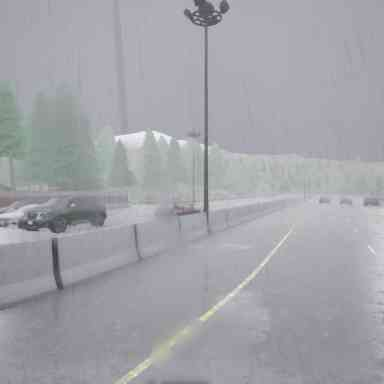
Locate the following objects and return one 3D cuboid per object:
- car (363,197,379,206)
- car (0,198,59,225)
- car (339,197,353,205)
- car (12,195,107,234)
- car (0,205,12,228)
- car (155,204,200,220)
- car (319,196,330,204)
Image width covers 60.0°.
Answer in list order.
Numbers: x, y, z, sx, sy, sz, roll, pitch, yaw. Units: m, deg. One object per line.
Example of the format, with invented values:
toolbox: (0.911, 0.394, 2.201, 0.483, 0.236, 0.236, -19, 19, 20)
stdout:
car: (29.140, 1.491, 54.195, 2.128, 1.511, 4.902, 0, 0, 22)
car: (-12.640, 1.351, 25.326, 2.097, 1.767, 4.553, 0, 0, 22)
car: (27.228, 1.526, 58.862, 1.812, 1.442, 4.674, 0, 0, 22)
car: (-7.341, 1.221, 19.754, 2.150, 2.045, 5.566, 0, 0, 22)
car: (-10.314, 1.526, 21.736, 1.812, 1.442, 4.674, 0, 0, 22)
car: (-1.058, 1.601, 25.953, 1.895, 1.301, 4.718, 0, 0, 22)
car: (25.381, 1.492, 63.669, 2.128, 1.511, 4.902, 0, 0, 22)
